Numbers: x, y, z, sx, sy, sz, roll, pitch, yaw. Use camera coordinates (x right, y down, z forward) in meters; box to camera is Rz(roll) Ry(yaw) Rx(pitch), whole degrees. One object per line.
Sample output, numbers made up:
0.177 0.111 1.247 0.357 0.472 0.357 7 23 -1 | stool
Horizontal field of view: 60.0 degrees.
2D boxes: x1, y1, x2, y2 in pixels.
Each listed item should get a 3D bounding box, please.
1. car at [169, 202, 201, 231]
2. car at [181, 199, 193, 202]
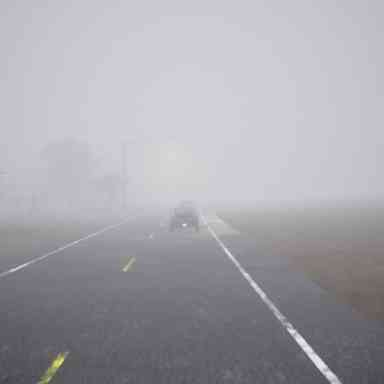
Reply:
-0.494 1.709 22.244 1.837 1.490 4.892 -1 0 -1 | car
-0.623 1.708 40.278 2.097 1.767 4.553 -1 -1 0 | car
